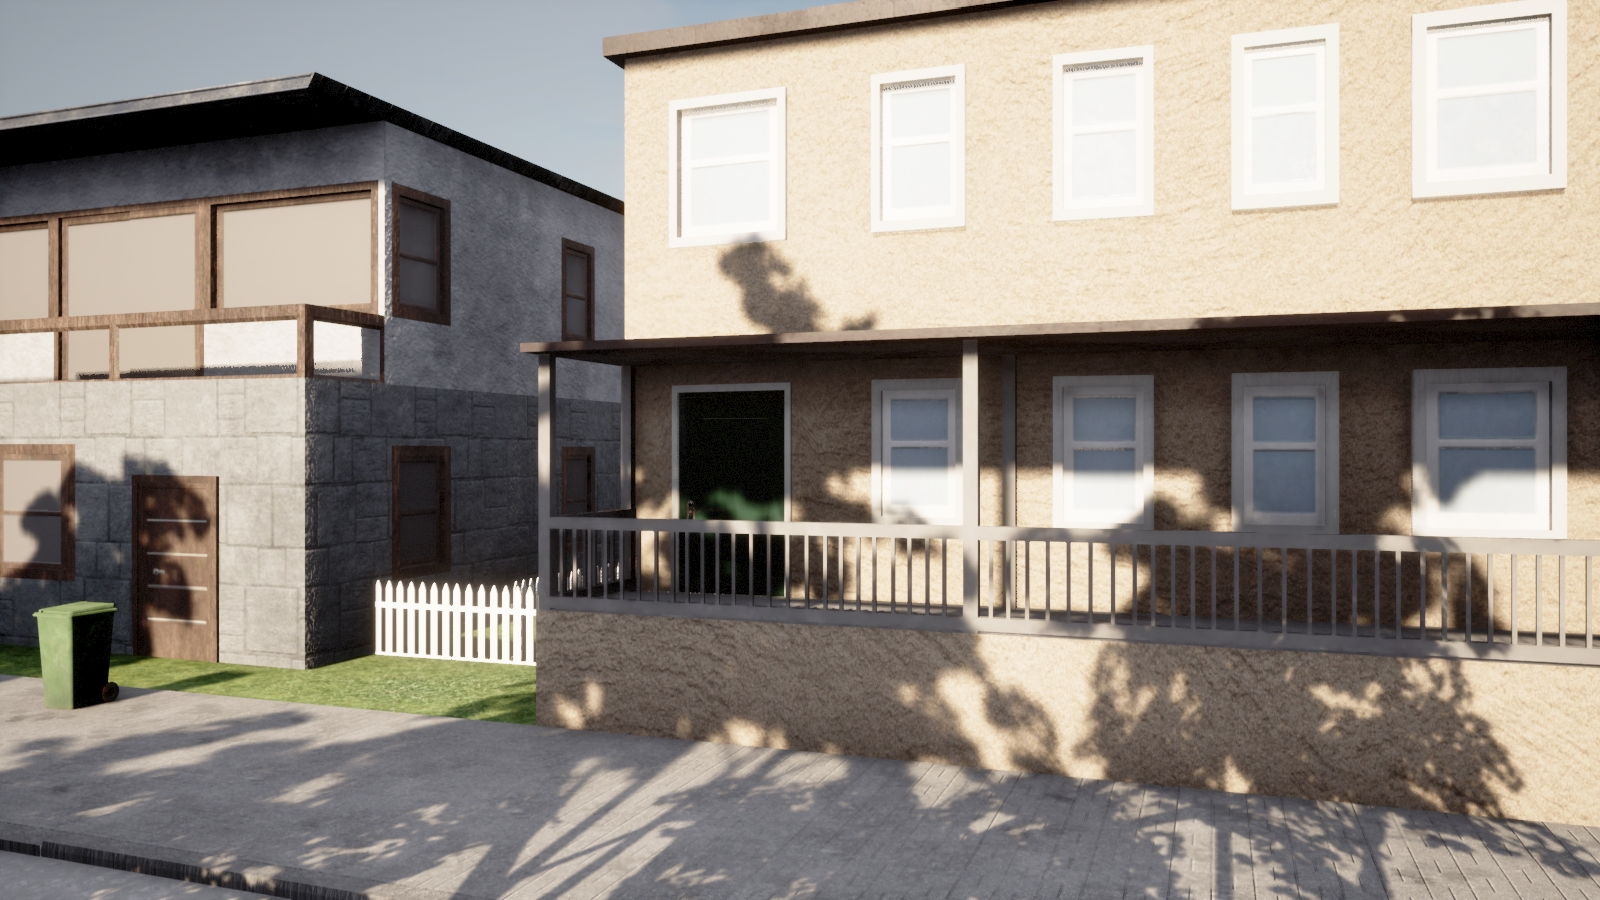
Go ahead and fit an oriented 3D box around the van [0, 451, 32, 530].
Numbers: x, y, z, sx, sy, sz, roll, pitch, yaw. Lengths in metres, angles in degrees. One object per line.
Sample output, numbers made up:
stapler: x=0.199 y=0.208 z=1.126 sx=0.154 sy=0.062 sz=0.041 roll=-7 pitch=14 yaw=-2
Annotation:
van: x=-27.753 y=1.329 z=35.973 sx=1.988 sy=2.561 sz=5.915 roll=0 pitch=0 yaw=20
